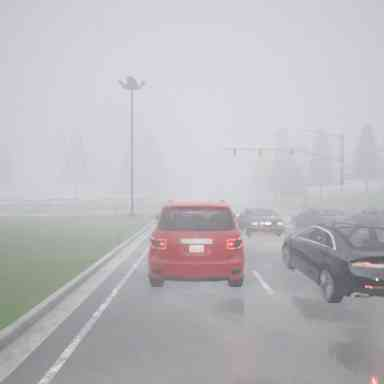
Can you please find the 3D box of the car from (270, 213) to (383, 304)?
[{"bbox_3d":[3.614,1.495,8.105,2.128,1.511,4.902,0,0,0],"label":"car"}]

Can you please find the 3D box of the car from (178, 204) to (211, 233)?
[{"bbox_3d":[0.129,1.532,20.619,1.812,1.442,4.674,0,0,0],"label":"car"}]

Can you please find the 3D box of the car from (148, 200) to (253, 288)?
[{"bbox_3d":[0.111,1.226,9.384,2.150,2.045,5.566,0,0,0],"label":"car"}]

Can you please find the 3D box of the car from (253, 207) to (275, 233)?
[{"bbox_3d":[3.638,1.553,18.440,2.033,1.411,5.357,0,0,0],"label":"car"}]

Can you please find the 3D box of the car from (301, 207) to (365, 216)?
[{"bbox_3d":[7.135,1.553,18.540,2.033,1.411,5.357,0,0,0],"label":"car"}]

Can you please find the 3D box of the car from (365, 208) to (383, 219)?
[{"bbox_3d":[10.640,1.570,18.978,1.994,1.385,4.181,0,0,0],"label":"car"}]
